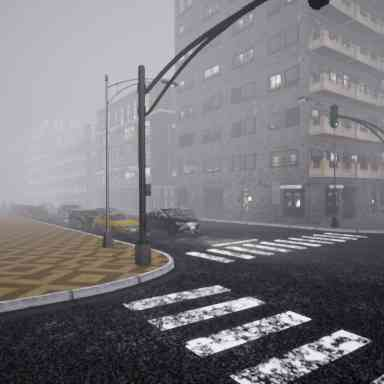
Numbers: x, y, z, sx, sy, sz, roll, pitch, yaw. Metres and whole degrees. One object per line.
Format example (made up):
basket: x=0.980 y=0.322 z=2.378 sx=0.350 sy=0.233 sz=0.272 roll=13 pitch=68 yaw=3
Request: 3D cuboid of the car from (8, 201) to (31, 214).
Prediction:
car: x=-24.933 y=2.449 z=48.265 sx=1.887 sy=1.381 sz=4.507 roll=-2 pitch=0 yaw=-36

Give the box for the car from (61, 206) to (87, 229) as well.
car: x=-8.194 y=2.002 z=25.484 sx=1.947 sy=1.339 sz=4.313 roll=-2 pitch=0 yaw=-36

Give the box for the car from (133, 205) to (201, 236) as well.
car: x=-1.416 y=1.775 z=20.649 sx=2.128 sy=1.511 sz=4.902 roll=-1 pitch=-1 yaw=-36

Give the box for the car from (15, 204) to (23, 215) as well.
car: x=-21.584 y=2.392 z=43.709 sx=1.802 sy=1.307 sz=4.206 roll=-2 pitch=0 yaw=-36

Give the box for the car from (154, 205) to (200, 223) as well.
car: x=-1.443 y=1.915 z=30.447 sx=2.008 sy=1.369 sz=4.403 roll=-2 pitch=0 yaw=-36

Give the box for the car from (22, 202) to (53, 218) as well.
car: x=-18.237 y=2.262 z=39.153 sx=1.887 sy=1.381 sz=4.507 roll=-2 pitch=0 yaw=-36

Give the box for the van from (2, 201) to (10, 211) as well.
van: x=-31.634 y=2.433 z=57.378 sx=1.690 sy=1.788 sz=3.998 roll=-2 pitch=0 yaw=-36

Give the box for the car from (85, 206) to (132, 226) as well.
car: x=-7.274 y=1.994 z=28.622 sx=2.033 sy=1.411 sz=5.357 roll=-1 pitch=-1 yaw=-37

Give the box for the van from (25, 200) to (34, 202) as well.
van: x=-41.621 y=2.832 z=85.123 sx=1.690 sy=1.788 sz=3.998 roll=-2 pitch=0 yaw=-36

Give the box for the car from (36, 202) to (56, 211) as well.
car: x=-26.438 y=2.519 z=60.122 sx=2.128 sy=1.511 sz=4.902 roll=-1 pitch=-1 yaw=-37

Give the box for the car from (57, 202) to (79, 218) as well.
car: x=-13.230 y=2.118 z=36.751 sx=1.837 sy=1.490 sz=4.892 roll=-1 pitch=-1 yaw=-36

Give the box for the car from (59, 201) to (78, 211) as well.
car: x=-21.532 y=2.367 z=57.785 sx=1.967 sy=1.590 sz=4.097 roll=-2 pitch=0 yaw=-36

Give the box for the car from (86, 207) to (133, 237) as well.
car: x=-4.747 y=1.865 z=20.792 sx=1.752 sy=1.417 sz=4.829 roll=-2 pitch=0 yaw=-36
